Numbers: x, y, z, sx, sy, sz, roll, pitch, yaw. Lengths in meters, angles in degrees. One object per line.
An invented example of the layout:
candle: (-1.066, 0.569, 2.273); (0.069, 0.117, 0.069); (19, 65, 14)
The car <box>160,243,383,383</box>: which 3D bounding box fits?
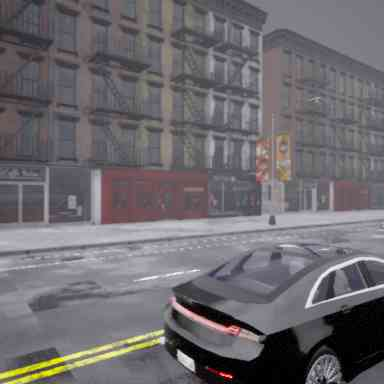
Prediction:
car: (1.906, 1.513, 4.806); (4.902, 1.511, 2.128); (0, 0, -36)
